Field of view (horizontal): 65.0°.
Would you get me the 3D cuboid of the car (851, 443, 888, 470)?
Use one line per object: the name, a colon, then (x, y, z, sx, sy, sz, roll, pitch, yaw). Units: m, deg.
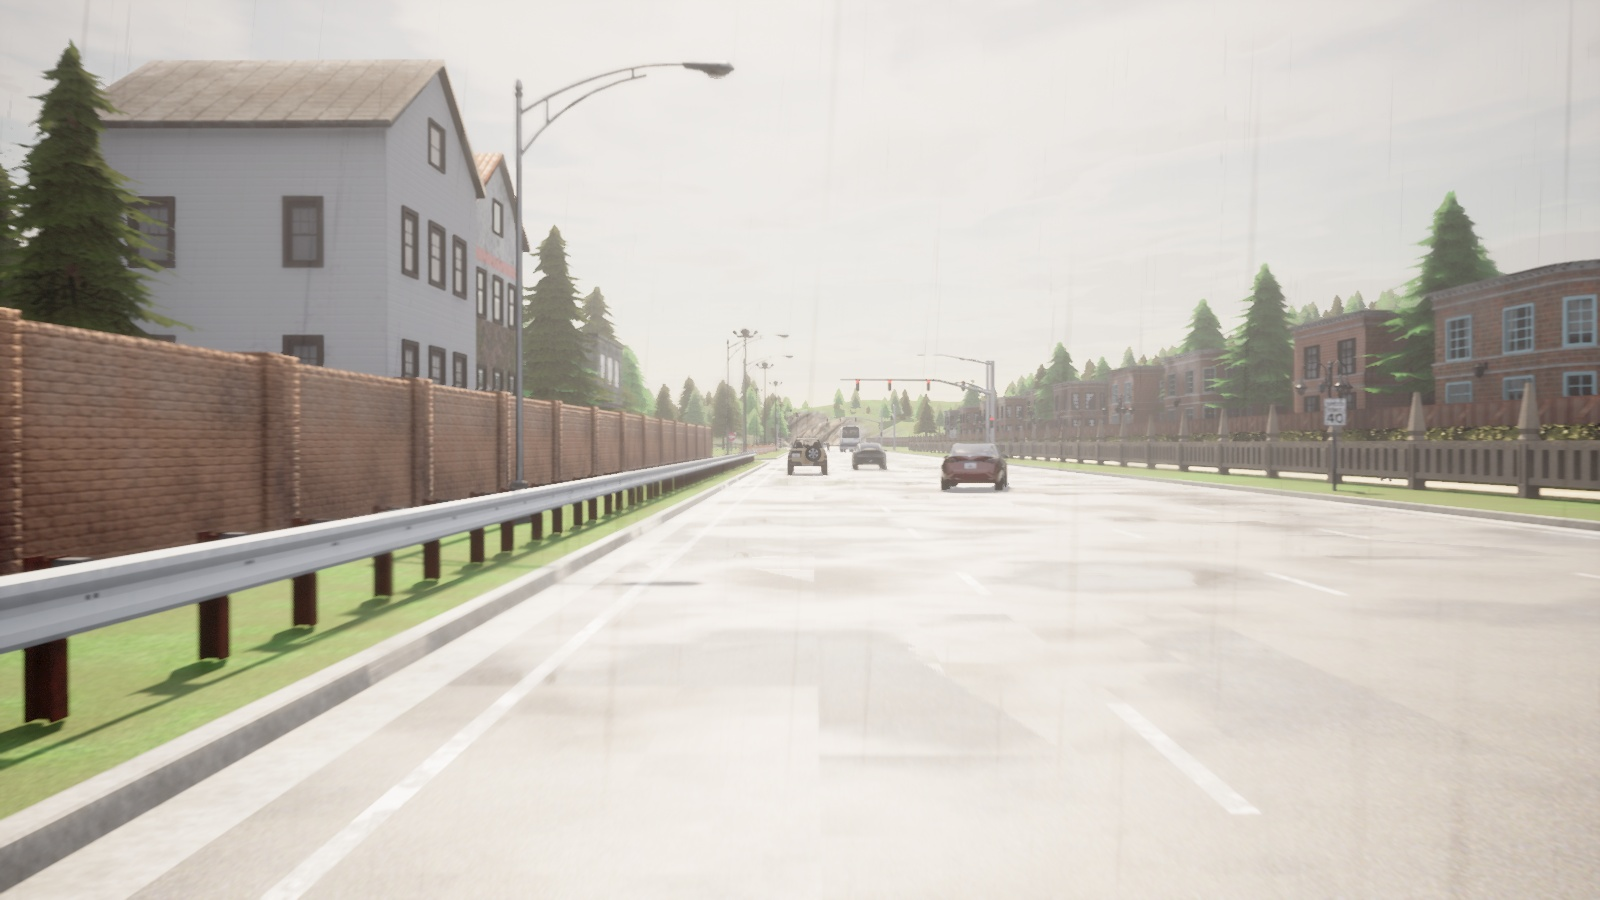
car: (3.921, 0.354, 71.392, 1.837, 1.490, 4.892, 0, 0, 0)

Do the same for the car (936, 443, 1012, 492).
car: (5.721, 0.522, 40.802, 2.163, 1.488, 4.792, 0, 0, 12)

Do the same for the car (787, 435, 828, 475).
car: (0.360, 0.224, 60.572, 1.932, 1.855, 4.605, 0, 0, 0)
